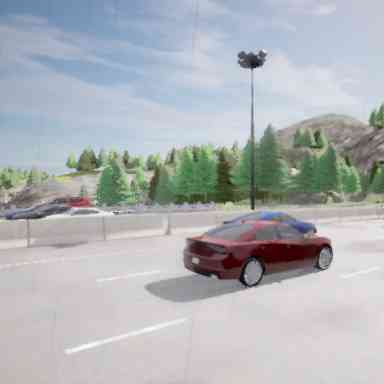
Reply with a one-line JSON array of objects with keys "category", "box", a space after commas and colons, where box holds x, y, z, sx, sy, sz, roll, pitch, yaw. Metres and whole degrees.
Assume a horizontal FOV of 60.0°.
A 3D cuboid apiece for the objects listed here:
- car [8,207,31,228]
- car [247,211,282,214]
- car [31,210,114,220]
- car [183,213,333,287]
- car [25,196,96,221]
[{"category": "car", "box": [-9.657, 1.649, 22.959, 4.892, 1.490, 1.837, 0, -1, -36]}, {"category": "car", "box": [3.623, 1.604, 15.081, 5.008, 1.535, 1.882, 1, -1, -36]}, {"category": "car", "box": [-7.047, 1.658, 20.532, 4.674, 1.442, 1.812, 0, -1, -36]}, {"category": "car", "box": [2.088, 1.549, 9.621, 5.008, 1.535, 1.882, 0, -1, -36]}, {"category": "car", "box": [-11.824, 1.416, 30.049, 5.566, 2.045, 2.150, 0, -1, -36]}]
